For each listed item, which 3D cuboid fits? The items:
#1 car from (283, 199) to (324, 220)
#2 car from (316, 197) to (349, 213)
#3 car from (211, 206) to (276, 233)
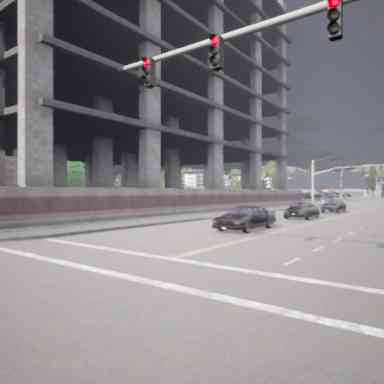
[{"bbox_3d":[9.197,1.553,27.871,1.994,1.385,4.181,0,0,37],"label":"car"},{"bbox_3d":[15.500,1.535,36.412,2.033,1.411,5.357,0,0,36],"label":"car"},{"bbox_3d":[3.272,1.537,19.852,2.033,1.411,5.357,0,0,36],"label":"car"}]
